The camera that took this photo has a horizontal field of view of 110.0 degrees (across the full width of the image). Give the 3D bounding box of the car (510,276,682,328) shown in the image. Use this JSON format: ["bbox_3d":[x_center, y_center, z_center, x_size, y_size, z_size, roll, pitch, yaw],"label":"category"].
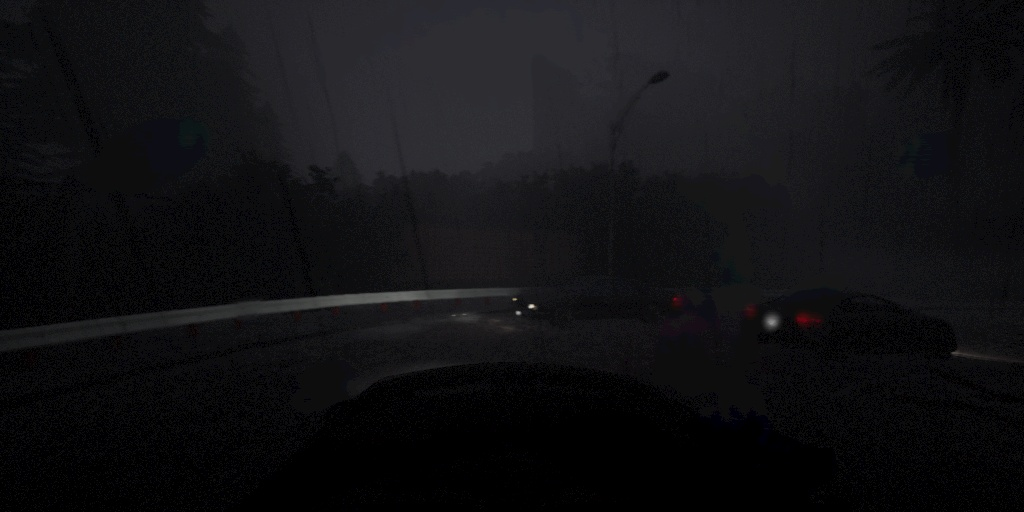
[{"bbox_3d":[2.712,1.340,11.320,5.357,1.411,2.033,1,0,-18],"label":"car"}]

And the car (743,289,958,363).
[{"bbox_3d":[7.726,1.496,8.339,4.181,1.385,1.994,1,0,-11],"label":"car"}]
